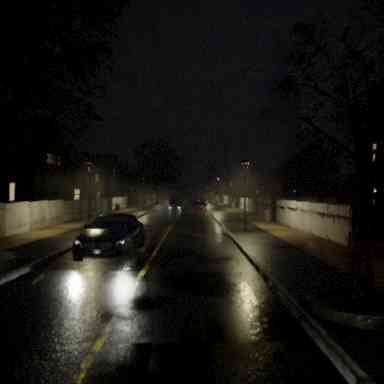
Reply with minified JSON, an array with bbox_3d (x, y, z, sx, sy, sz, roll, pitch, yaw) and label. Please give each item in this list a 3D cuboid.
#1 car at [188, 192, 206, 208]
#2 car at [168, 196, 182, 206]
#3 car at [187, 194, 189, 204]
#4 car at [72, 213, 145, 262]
[{"bbox_3d":[0.930,1.333,48.317,2.097,1.767,4.553,-2,0,0],"label":"car"},{"bbox_3d":[-2.807,1.523,55.116,1.837,1.490,4.892,0,0,0],"label":"car"},{"bbox_3d":[0.000,1.584,66.187,2.033,1.411,5.357,0,0,0],"label":"car"},{"bbox_3d":[-2.850,1.527,12.297,1.812,1.442,4.674,0,0,0],"label":"car"}]
